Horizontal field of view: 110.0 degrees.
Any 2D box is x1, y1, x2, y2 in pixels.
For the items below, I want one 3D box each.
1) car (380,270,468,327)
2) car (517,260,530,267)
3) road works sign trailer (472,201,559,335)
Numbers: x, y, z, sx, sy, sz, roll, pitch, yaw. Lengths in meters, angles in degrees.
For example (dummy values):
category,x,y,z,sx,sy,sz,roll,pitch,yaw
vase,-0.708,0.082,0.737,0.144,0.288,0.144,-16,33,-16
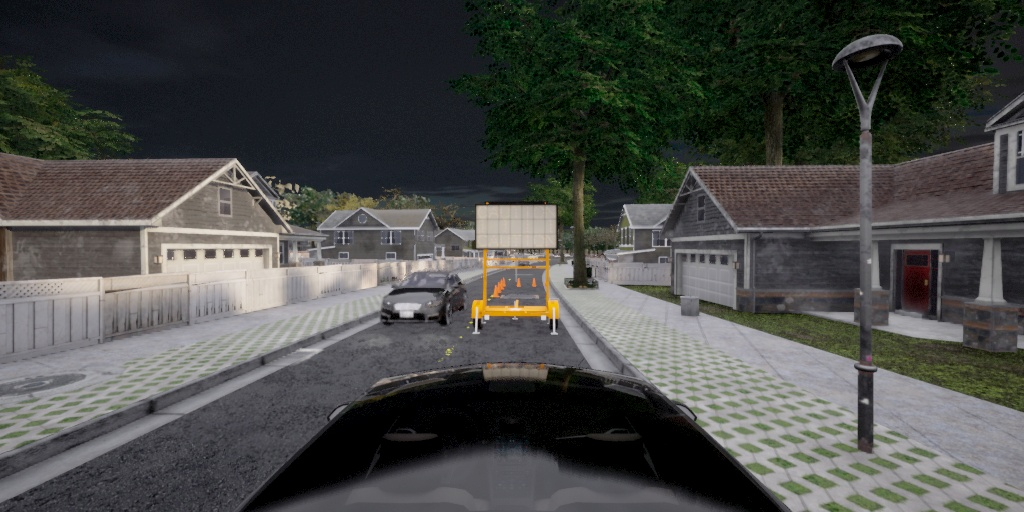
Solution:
category,x,y,z,sx,sy,sz,roll,pitch,yaw
car,-2.641,1.239,11.686,2.128,1.511,4.902,0,0,2
car,1.761,1.260,58.524,1.994,1.385,4.181,0,0,9
road works sign trailer,0.128,0.213,10.555,2.380,3.560,2.880,0,0,2
